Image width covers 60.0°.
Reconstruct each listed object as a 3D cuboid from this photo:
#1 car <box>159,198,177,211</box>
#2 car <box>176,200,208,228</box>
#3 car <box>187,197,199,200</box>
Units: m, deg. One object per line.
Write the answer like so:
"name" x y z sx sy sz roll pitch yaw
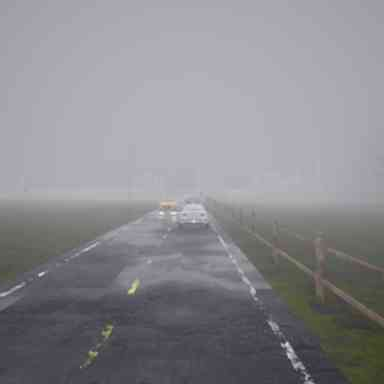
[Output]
"car" -2.802 1.462 39.985 1.882 1.535 5.008 0 0 0
"car" 0.105 1.524 22.048 1.812 1.442 4.674 0 0 0
"car" 0.112 1.338 38.440 2.097 1.767 4.553 0 0 0
